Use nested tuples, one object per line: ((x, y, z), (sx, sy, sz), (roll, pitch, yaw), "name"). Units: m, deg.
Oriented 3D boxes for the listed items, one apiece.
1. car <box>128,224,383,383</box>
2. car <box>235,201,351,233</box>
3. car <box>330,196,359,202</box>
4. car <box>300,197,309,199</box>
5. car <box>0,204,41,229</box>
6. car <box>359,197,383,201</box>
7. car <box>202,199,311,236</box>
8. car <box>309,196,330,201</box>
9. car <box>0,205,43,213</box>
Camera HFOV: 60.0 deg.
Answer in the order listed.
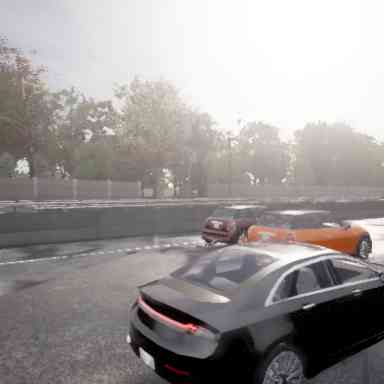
((1.513, 1.489, 4.826), (4.902, 1.511, 2.128), (0, 0, -36), "car")
((3.871, 1.346, 10.816), (4.553, 1.767, 2.097), (0, 0, -36), "car")
((21.343, 1.346, 45.012), (4.553, 1.767, 2.097), (0, 0, -35), "car")
((17.536, 1.496, 50.877), (4.892, 1.490, 1.837), (0, 0, -35), "car")
((-12.096, 1.557, 21.159), (4.181, 1.385, 1.994), (0, 0, -36), "car")
((23.772, 1.596, 42.439), (4.718, 1.301, 1.895), (0, 0, -35), "car")
((2.692, 1.345, 14.274), (4.553, 1.767, 2.097), (0, 0, -36), "car")
((19.622, 1.345, 48.072), (4.553, 1.767, 2.097), (0, 0, -35), "car")
((-10.159, 1.472, 18.243), (5.008, 1.535, 1.882), (0, 0, -36), "car")
